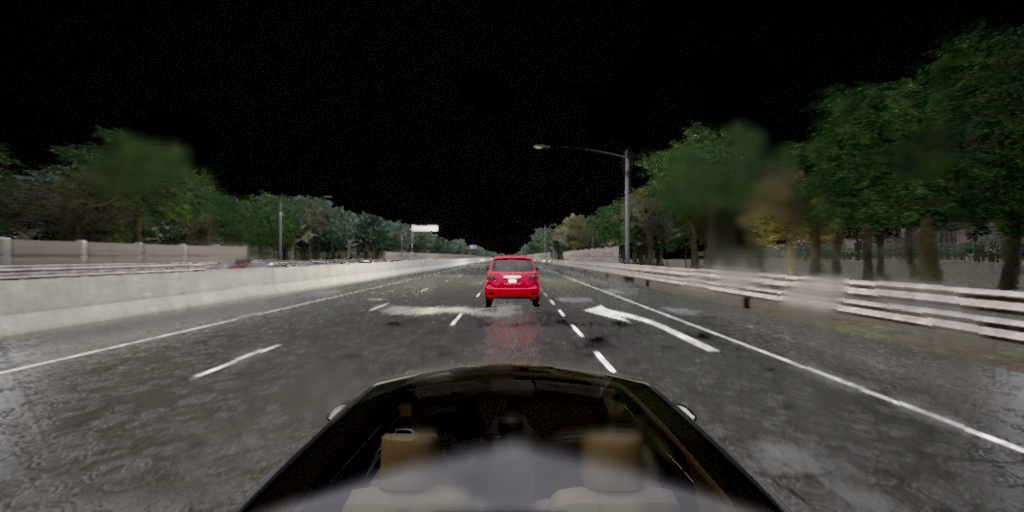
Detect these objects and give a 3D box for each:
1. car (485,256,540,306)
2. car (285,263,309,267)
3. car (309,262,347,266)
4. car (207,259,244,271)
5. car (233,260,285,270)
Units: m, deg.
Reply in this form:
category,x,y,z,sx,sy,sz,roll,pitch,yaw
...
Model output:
category,x,y,z,sx,sy,sz,roll,pitch,yaw
car,0.012,1.026,15.928,2.150,2.045,5.566,0,0,0
car,-21.079,1.364,37.277,1.994,1.385,4.181,0,0,0
car,-17.589,1.345,35.923,2.033,1.411,5.357,0,0,0
car,-28.070,1.150,36.097,2.097,1.767,4.553,0,0,0
car,-24.585,1.345,35.907,2.033,1.411,5.357,0,0,0
